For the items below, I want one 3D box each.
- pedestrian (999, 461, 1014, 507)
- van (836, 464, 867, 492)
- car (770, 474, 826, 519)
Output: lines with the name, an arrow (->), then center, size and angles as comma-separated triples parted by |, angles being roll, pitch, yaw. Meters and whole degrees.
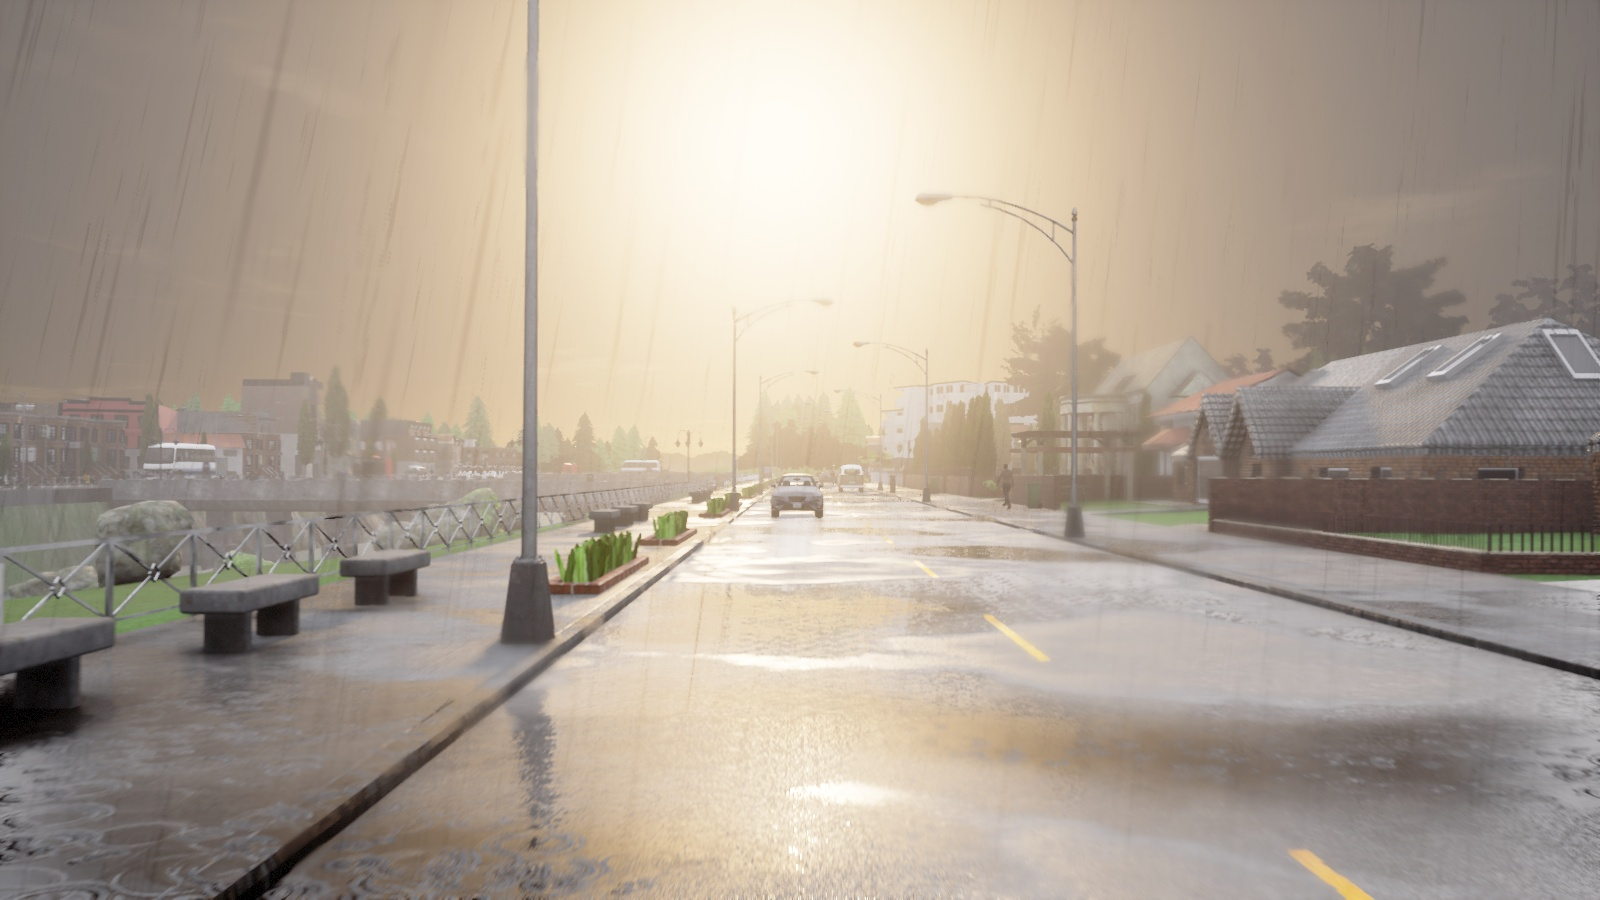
pedestrian -> 8.199, 1.331, 49.810 | 0.328, 1.805, 0.869 | 0, -1, -10
van -> 3.837, 2.103, 93.908 | 2.069, 2.038, 4.480 | 0, -1, 0
car -> -0.075, 1.553, 43.076 | 1.816, 1.474, 4.193 | 0, -1, 0
